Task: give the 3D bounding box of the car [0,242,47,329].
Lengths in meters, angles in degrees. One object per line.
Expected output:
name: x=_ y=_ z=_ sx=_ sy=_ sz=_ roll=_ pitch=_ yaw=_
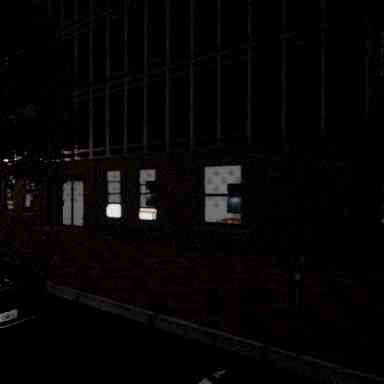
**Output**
car: x=-4.379 y=1.512 z=5.988 sx=4.403 sy=1.369 sz=2.008 roll=0 pitch=0 yaw=35
